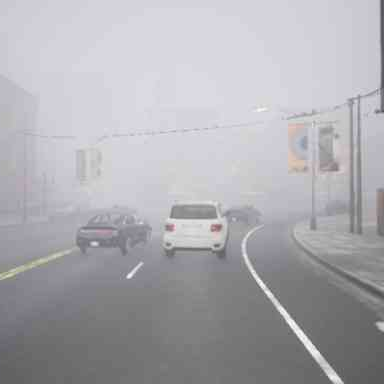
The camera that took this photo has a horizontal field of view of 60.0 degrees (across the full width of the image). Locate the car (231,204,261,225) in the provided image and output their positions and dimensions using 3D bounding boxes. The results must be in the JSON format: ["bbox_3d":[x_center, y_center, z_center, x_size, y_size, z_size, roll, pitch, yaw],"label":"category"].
[{"bbox_3d":[4.104,1.755,26.437,1.837,1.490,4.892,0,0,26],"label":"car"}]

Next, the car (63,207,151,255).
[{"bbox_3d":[-3.088,1.625,14.067,2.128,1.511,4.902,0,0,8],"label":"car"}]

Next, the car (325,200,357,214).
[{"bbox_3d":[18.917,1.741,41.707,4.553,1.767,2.097,0,-1,-30],"label":"car"}]

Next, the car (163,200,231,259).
[{"bbox_3d":[0.334,1.343,13.389,2.150,2.045,5.566,0,0,7],"label":"car"}]

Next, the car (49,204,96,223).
[{"bbox_3d":[-9.893,1.784,28.113,2.002,1.452,4.674,0,-1,20],"label":"car"}]

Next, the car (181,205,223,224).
[{"bbox_3d":[0.927,1.826,27.899,1.994,1.385,4.181,0,-1,26],"label":"car"}]

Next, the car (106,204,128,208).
[{"bbox_3d":[-7.728,1.908,33.417,1.895,1.301,4.718,0,-1,30],"label":"car"}]
